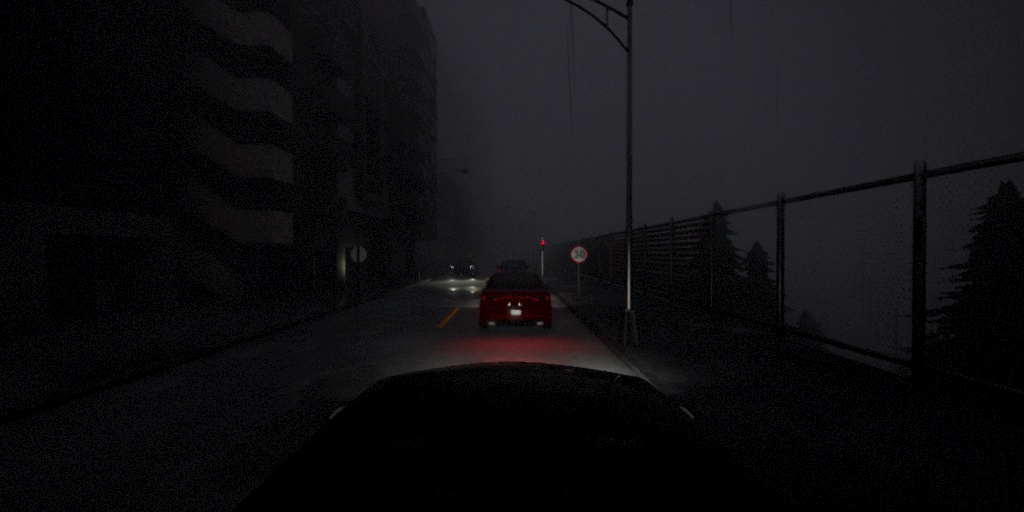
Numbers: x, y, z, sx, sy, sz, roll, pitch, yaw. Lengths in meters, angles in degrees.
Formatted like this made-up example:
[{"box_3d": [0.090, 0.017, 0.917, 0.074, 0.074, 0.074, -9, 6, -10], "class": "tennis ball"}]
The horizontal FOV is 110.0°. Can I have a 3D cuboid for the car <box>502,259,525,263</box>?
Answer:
[{"box_3d": [0.076, 0.955, 22.255, 2.097, 1.767, 4.553, 0, 0, 0], "class": "car"}]

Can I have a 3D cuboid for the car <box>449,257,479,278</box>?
[{"box_3d": [-4.035, 0.913, 30.893, 2.097, 1.767, 4.553, 0, 0, 0], "class": "car"}]

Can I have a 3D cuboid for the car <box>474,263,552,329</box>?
[{"box_3d": [0.087, 1.161, 10.980, 1.882, 1.535, 5.008, 0, 1, 0], "class": "car"}]
